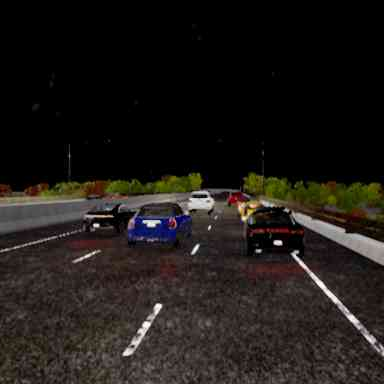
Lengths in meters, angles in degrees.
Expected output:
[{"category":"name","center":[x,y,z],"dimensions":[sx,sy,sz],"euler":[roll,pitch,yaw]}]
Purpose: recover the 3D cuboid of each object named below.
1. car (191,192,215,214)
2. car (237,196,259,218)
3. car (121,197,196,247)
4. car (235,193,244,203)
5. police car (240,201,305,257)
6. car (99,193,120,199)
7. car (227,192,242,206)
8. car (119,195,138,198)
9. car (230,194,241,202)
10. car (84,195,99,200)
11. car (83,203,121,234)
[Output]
[{"category":"car","center":[0.977,1.030,32.606],"dimensions":[2.150,2.045,5.566],"euler":[0,0,7]},{"category":"car","center":[4.241,1.327,22.870],"dimensions":[1.801,1.575,5.366],"euler":[0,0,7]},{"category":"car","center":[-1.264,1.266,14.739],"dimensions":[2.097,1.767,4.553],"euler":[0,0,7]},{"category":"car","center":[4.960,1.190,28.605],"dimensions":[2.097,1.767,4.553],"euler":[0,0,7]},{"category":"police car","center":[2.986,1.353,12.869],"dimensions":[1.930,1.638,5.238],"euler":[0,0,7]},{"category":"car","center":[-13.687,1.007,57.627],"dimensions":[2.097,1.767,4.553],"euler":[0,0,8]},{"category":"car","center":[6.223,0.954,47.095],"dimensions":[2.150,2.045,5.566],"euler":[0,0,7]},{"category":"car","center":[-10.289,1.189,56.643],"dimensions":[1.812,1.442,4.674],"euler":[0,0,8]},{"category":"car","center":[8.366,1.125,64.179],"dimensions":[2.128,1.511,4.902],"euler":[0,0,7]},{"category":"car","center":[-17.160,1.214,58.012],"dimensions":[1.994,1.385,4.181],"euler":[0,0,8]},{"category":"car","center":[-4.319,1.381,18.512],"dimensions":[2.128,1.511,4.902],"euler":[0,0,7]}]
